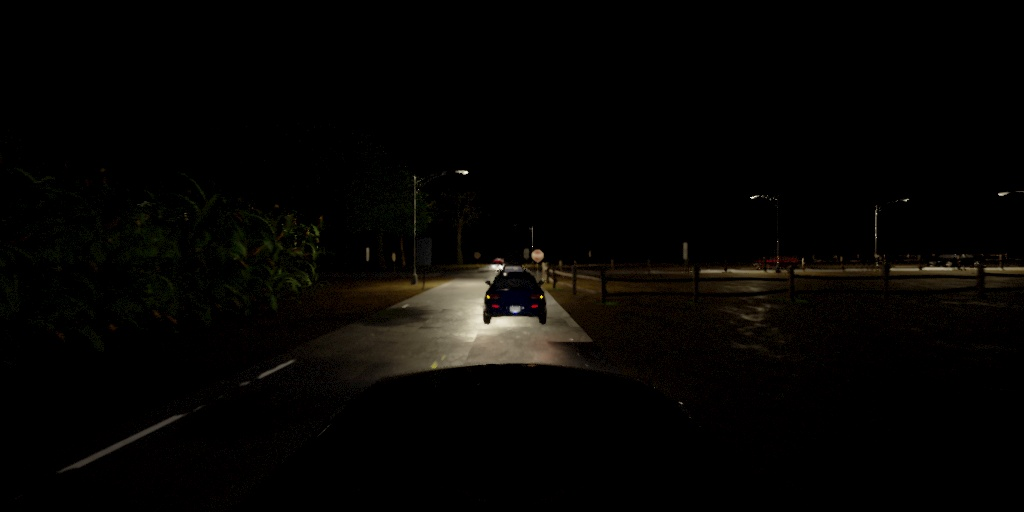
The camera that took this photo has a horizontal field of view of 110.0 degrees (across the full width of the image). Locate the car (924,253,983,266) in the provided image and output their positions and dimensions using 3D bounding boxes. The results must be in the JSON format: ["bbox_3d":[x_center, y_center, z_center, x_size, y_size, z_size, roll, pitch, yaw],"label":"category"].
[{"bbox_3d":[49.145,0.469,39.960,5.008,1.535,1.882,-1,1,0],"label":"car"}]

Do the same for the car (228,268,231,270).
[{"bbox_3d":[-32.193,1.513,37.613,5.357,1.411,2.033,-1,1,0],"label":"car"}]

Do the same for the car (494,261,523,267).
[{"bbox_3d":[0.080,1.217,22.435,1.994,1.385,4.181,0,0,0],"label":"car"}]

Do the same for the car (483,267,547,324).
[{"bbox_3d":[0.089,1.226,11.653,1.812,1.442,4.674,0,0,0],"label":"car"}]

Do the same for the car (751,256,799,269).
[{"bbox_3d":[29.464,0.734,40.170,4.674,1.442,1.812,-1,1,0],"label":"car"}]
